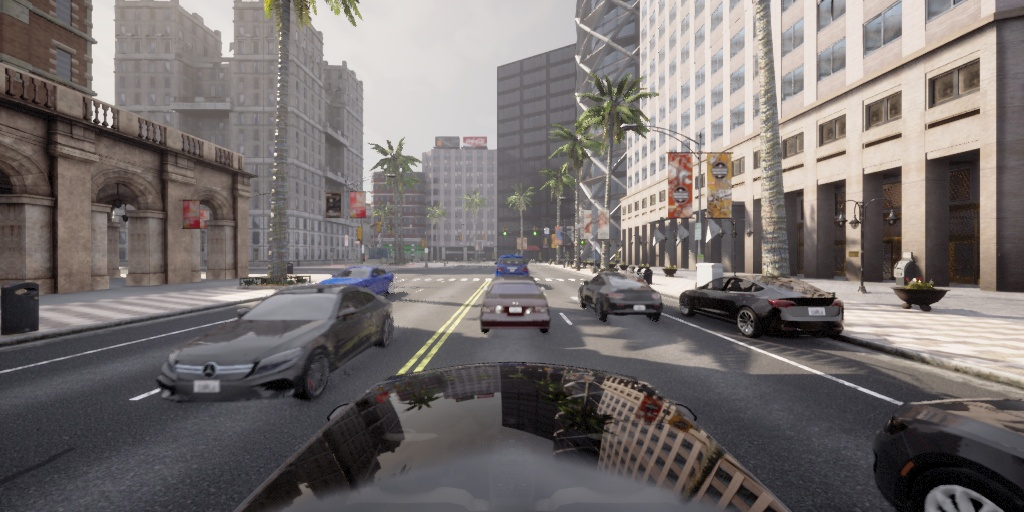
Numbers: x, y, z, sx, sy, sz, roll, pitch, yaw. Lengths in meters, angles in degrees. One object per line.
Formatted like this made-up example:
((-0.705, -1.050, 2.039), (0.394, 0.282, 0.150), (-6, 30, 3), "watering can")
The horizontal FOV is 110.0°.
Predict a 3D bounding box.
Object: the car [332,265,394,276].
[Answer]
((-7.122, 1.228, 16.887), (1.882, 1.535, 5.008), (0, 0, 0), "car")

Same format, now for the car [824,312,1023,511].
((3.600, 1.256, 0.605), (1.837, 1.490, 4.892), (0, 0, 0), "car")

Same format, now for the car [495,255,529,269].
((0.001, 0.973, 24.917), (2.150, 2.045, 5.566), (0, 0, 0), "car")

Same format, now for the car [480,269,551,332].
((0.065, 1.298, 10.860), (2.033, 1.411, 5.357), (0, 0, 0), "car")

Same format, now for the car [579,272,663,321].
((3.555, 1.275, 12.326), (1.812, 1.442, 4.674), (0, 0, 0), "car")

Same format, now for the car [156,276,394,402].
((-3.601, 1.276, 6.544), (1.812, 1.442, 4.674), (0, 0, 0), "car")
